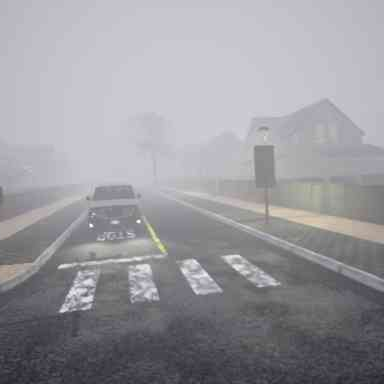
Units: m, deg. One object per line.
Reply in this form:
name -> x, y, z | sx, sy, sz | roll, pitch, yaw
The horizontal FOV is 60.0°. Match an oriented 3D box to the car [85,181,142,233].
car -> -3.580, 0.605, 15.472 | 2.150, 2.045, 5.566 | -4, 5, -12
